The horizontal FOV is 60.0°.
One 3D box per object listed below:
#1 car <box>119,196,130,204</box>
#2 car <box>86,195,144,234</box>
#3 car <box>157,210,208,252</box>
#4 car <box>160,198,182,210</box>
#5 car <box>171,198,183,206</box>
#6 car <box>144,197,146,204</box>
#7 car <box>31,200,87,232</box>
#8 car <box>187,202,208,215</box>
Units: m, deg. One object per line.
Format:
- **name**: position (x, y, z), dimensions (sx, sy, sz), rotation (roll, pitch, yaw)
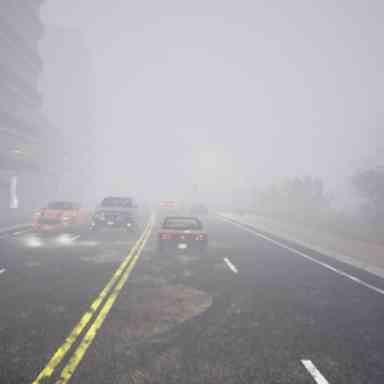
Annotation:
- **car**: position (-13.147, 1.502, 64.889), dimensions (1.882, 1.535, 5.008), rotation (2, 0, -9)
- **car**: position (-4.338, 1.232, 19.668), dimensions (2.150, 2.045, 5.566), rotation (2, 0, -4)
- **car**: position (-0.485, 1.687, 14.309), dimensions (1.895, 1.301, 4.718), rotation (2, 0, -4)
- **car**: position (-2.596, 1.658, 37.653), dimensions (1.882, 1.535, 5.008), rotation (2, 0, -7)
- **car**: position (-2.895, 1.846, 62.724), dimensions (1.812, 1.442, 4.674), rotation (2, 0, -9)
- **car**: position (-9.952, 1.641, 65.470), dimensions (1.812, 1.442, 4.674), rotation (2, 0, -9)
- **car**: position (-7.591, 1.269, 19.480), dimensions (2.097, 1.767, 4.553), rotation (2, 0, -4)
- **car**: position (0.589, 1.839, 38.299), dimensions (1.994, 1.385, 4.181), rotation (2, 0, -7)
